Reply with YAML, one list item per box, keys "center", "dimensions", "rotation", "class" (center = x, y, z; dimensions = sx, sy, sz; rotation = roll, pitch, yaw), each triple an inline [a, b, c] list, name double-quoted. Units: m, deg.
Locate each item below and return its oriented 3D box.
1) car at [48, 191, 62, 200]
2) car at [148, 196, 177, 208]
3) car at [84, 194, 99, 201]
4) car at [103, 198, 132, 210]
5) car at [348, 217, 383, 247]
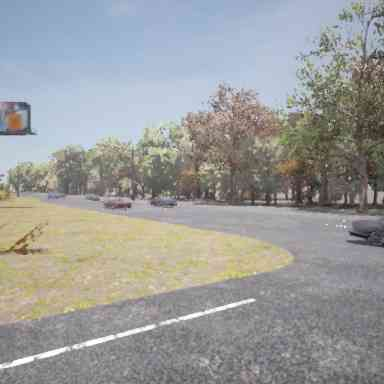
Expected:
- center: [-32.418, 0.689, 78.009]
  dimensions: [2.150, 2.045, 5.566]
  rotation: [0, 0, -27]
  class: "car"
- center: [-4.018, 1.295, 44.482]
  dimensions: [2.033, 1.411, 5.357]
  rotation: [0, 0, -34]
  class: "car"
- center: [-21.033, 1.104, 69.641]
  dimensions: [1.994, 1.385, 4.181]
  rotation: [0, 0, -34]
  class: "car"
- center: [-8.720, 1.366, 38.864]
  dimensions: [1.895, 1.301, 4.718]
  rotation: [0, 0, -34]
  class: "car"
- center: [8.950, 1.528, 12.831]
  dimensions: [2.033, 1.411, 5.357]
  rotation: [0, 0, -35]
  class: "car"
